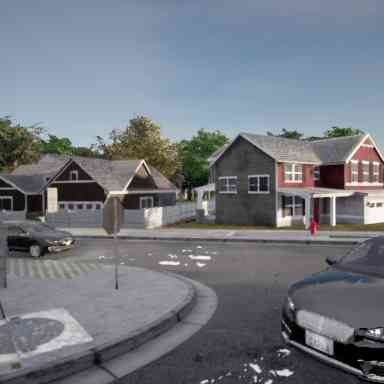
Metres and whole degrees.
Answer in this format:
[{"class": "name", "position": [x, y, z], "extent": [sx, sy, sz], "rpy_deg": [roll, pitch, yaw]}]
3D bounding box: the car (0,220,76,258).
[{"class": "car", "position": [-7.726, 2.095, 15.450], "extent": [4.892, 1.490, 1.837], "rpy_deg": [-2, 0, 20]}]

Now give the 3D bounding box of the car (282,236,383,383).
[{"class": "car", "position": [3.492, 1.492, 5.290], "extent": [4.902, 1.511, 2.128], "rpy_deg": [0, 0, -35]}]
